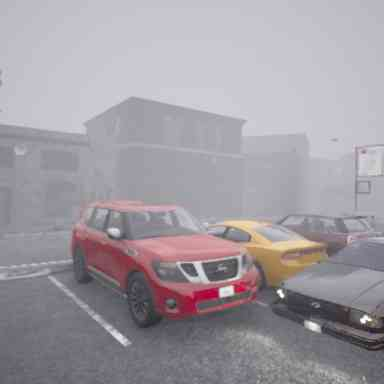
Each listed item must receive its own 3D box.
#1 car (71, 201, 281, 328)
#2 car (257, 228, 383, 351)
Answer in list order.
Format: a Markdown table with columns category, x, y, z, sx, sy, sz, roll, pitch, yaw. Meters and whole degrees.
| category | x | y | z | sx | sy | sz | roll | pitch | yaw |
| --- | --- | --- | --- | --- | --- | --- | --- | --- | --- |
| car | -1.049 | 1.253 | 7.605 | 2.435 | 2.045 | 5.566 | 0 | 0 | -36 |
| car | 3.933 | 1.609 | 6.419 | 5.357 | 1.411 | 2.033 | 1 | 0 | -36 |
